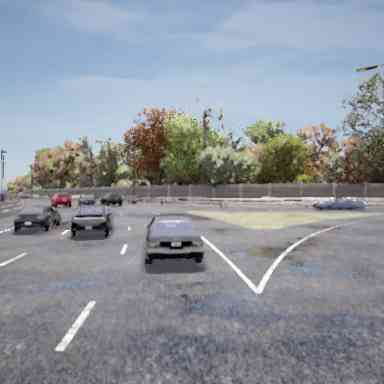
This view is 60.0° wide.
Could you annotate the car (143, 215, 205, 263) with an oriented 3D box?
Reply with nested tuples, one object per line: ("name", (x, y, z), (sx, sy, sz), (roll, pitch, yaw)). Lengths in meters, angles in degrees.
("car", (-0.745, 1.514, 11.883), (2.033, 1.411, 5.357), (0, 0, -7))

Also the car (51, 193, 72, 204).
("car", (-18.333, 1.146, 46.701), (2.150, 2.045, 5.566), (0, 0, -29))

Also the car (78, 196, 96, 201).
("car", (-15.318, 1.415, 48.480), (1.837, 1.490, 4.892), (0, 1, -29))

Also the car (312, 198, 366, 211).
("car", (16.346, 1.385, 37.189), (5.357, 1.411, 2.033), (0, 0, 7))

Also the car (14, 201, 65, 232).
("car", (-9.170, 1.497, 19.926), (1.812, 1.442, 4.674), (0, 0, -11))

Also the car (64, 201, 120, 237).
("car", (-5.268, 1.456, 18.032), (2.128, 1.511, 4.902), (0, 0, -10))

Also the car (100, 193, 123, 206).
("car", (-12.069, 1.115, 49.830), (2.150, 2.045, 5.566), (0, 0, -29))
